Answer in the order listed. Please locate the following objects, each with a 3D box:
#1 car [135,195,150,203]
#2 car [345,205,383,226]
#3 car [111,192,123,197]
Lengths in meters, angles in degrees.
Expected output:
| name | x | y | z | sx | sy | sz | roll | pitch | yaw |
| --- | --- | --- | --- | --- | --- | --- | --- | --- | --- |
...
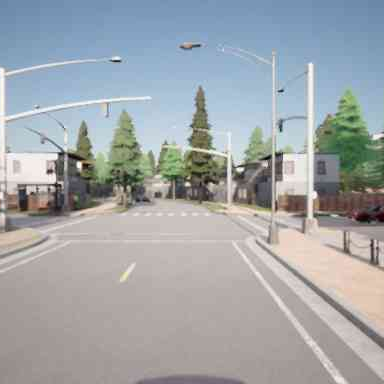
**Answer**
| name | x | y | z | sx | sy | sz | roll | pitch | yaw |
| --- | --- | --- | --- | --- | --- | --- | --- | --- | --- |
| car | -8.452 | 1.164 | 56.574 | 1.994 | 1.385 | 4.181 | 0 | 0 | -20 |
| car | 12.629 | 1.463 | 21.466 | 4.718 | 1.301 | 1.895 | 0 | 0 | 2 |
| car | -15.689 | 0.652 | 70.327 | 1.812 | 1.442 | 4.674 | 0 | 0 | -36 |
